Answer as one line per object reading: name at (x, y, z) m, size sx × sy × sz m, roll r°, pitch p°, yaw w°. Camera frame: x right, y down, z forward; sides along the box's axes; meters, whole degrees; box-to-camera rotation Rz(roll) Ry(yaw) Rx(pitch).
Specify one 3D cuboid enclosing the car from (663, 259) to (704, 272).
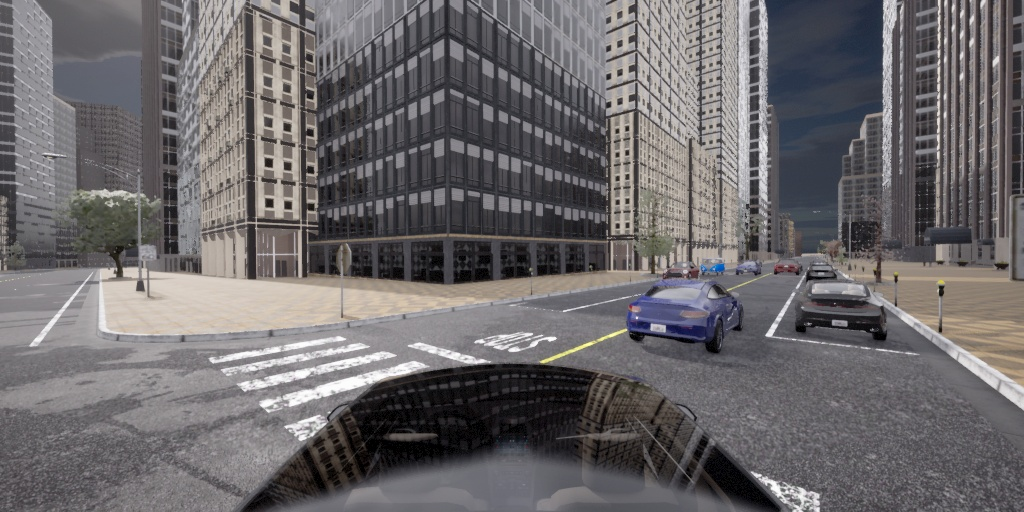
car at (13.376, 1.165, 28.277) m, size 1.967 × 1.591 × 4.097 m, roll 0°, pitch 0°, yaw 40°

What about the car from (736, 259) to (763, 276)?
car at (24.914, 1.248, 37.711) m, size 1.812 × 1.442 × 4.674 m, roll 0°, pitch 0°, yaw 40°

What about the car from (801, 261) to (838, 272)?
car at (23.411, 1.305, 27.150) m, size 1.948 × 1.339 × 4.313 m, roll 0°, pitch 0°, yaw 40°

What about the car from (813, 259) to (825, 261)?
car at (34.365, 1.294, 40.056) m, size 1.948 × 1.339 × 4.313 m, roll 0°, pitch 0°, yaw 40°

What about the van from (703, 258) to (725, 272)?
van at (20.676, 1.060, 36.880) m, size 1.690 × 1.789 × 3.998 m, roll 0°, pitch 0°, yaw 40°

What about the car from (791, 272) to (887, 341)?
car at (8.906, 1.300, 9.859) m, size 2.007 × 1.370 × 4.403 m, roll 0°, pitch 0°, yaw 40°

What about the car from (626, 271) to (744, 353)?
car at (4.405, 1.271, 8.909) m, size 1.812 × 1.442 × 4.674 m, roll 0°, pitch 0°, yaw 40°

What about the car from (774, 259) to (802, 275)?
car at (29.233, 1.079, 38.032) m, size 2.097 × 1.767 × 4.553 m, roll 0°, pitch 0°, yaw 41°
